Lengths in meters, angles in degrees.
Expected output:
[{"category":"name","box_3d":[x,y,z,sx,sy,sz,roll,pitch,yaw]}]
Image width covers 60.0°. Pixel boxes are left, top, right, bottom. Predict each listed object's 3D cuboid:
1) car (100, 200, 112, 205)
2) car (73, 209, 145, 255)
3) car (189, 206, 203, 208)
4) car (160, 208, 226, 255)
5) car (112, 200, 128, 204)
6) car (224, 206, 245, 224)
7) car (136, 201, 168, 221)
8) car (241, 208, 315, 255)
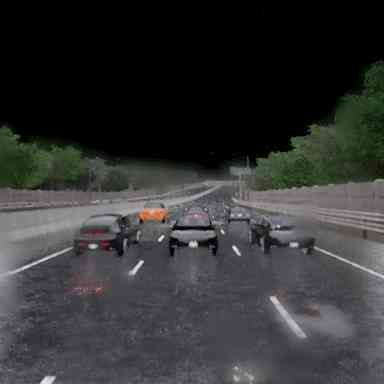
[{"category":"car","box_3d":[-18.798,2.503,73.288,1.812,1.442,4.674,0,-1,3]},{"category":"car","box_3d":[-3.423,1.662,14.034,1.837,1.490,4.892,0,0,1]},{"category":"car","box_3d":[0.340,1.923,28.862,1.994,1.385,4.181,0,-1,1]},{"category":"car","box_3d":[0.077,1.647,13.990,2.128,1.511,4.902,0,-1,1]},{"category":"car","box_3d":[-15.305,2.505,73.054,2.128,1.511,4.902,0,-1,3]},{"category":"car","box_3d":[3.828,1.903,28.486,2.033,1.411,5.357,0,-1,1]},{"category":"car","box_3d":[-3.166,1.705,28.737,2.097,1.767,4.553,0,-1,1]},{"category":"car","box_3d":[3.577,1.647,13.953,2.128,1.511,4.902,0,-1,1]}]
